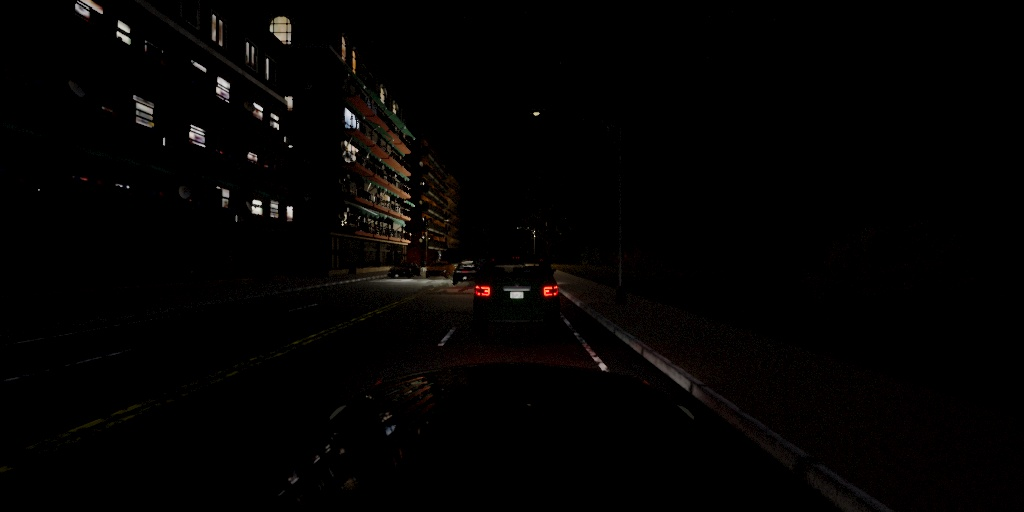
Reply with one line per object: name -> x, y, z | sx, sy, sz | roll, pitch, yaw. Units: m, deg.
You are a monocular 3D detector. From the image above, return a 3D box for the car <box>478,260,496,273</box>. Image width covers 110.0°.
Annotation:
car -> -2.983, 1.228, 44.487 | 1.882, 1.535, 5.008 | 0, 0, 0

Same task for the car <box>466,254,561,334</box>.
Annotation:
car -> 0.129, 0.973, 10.762 | 2.150, 2.045, 5.566 | 0, 0, 0

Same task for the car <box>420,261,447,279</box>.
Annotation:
car -> -6.482, 1.229, 32.429 | 1.882, 1.535, 5.008 | 0, 0, 0

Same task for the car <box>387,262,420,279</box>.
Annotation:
car -> -9.731, 1.299, 32.986 | 2.033, 1.411, 5.357 | 0, 0, 0

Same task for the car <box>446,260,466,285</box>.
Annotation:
car -> -3.057, 1.242, 25.846 | 2.128, 1.511, 4.902 | 0, 0, 0
